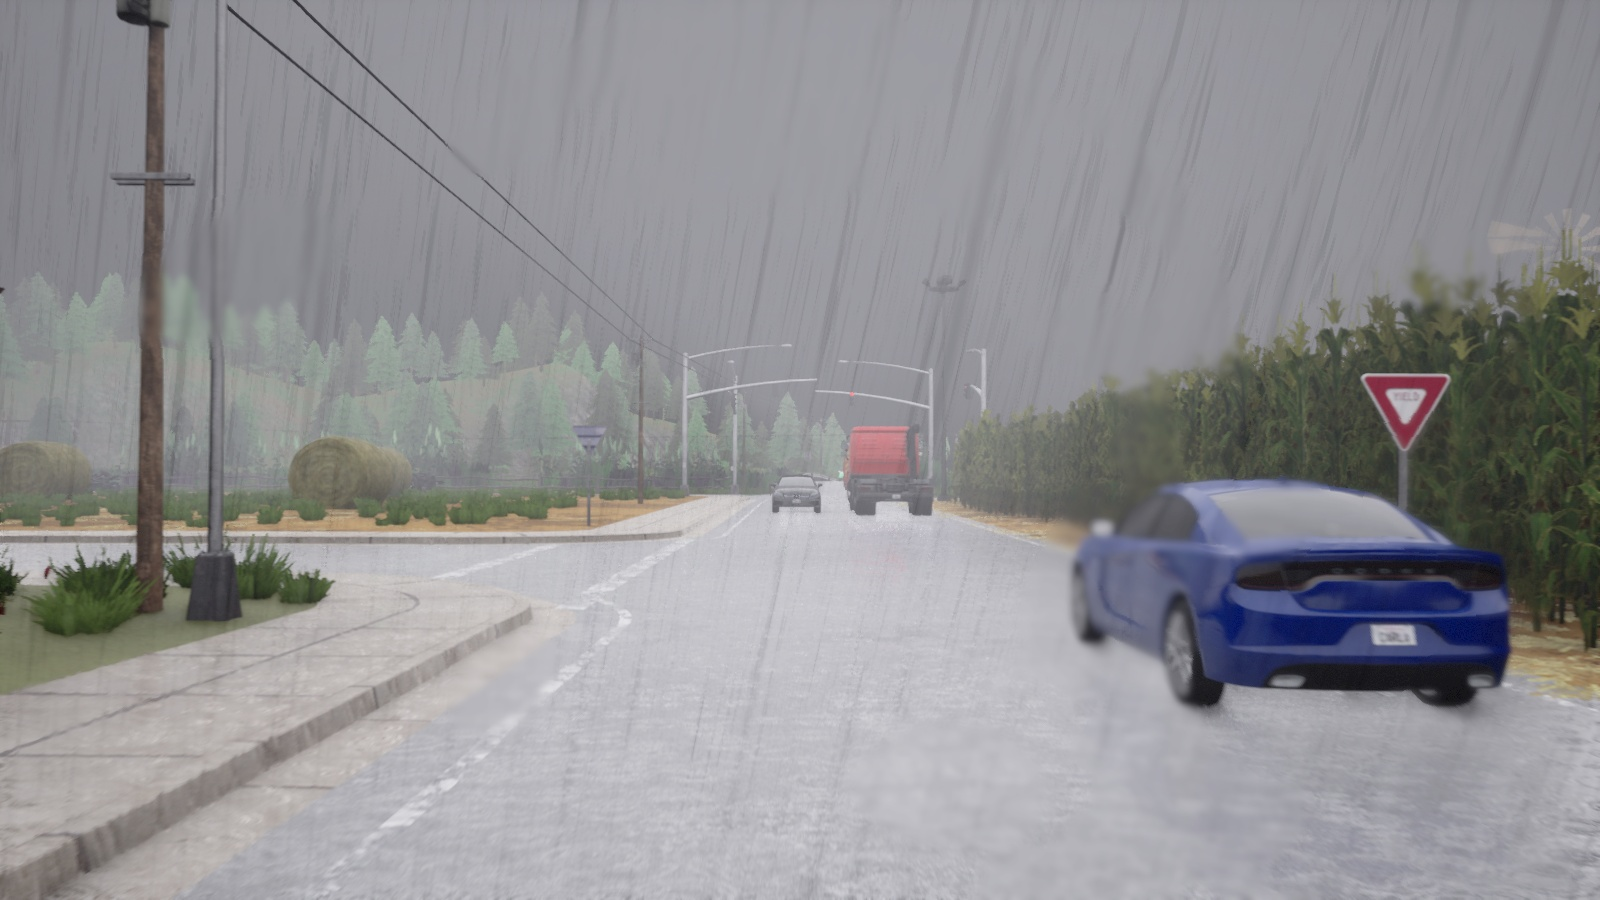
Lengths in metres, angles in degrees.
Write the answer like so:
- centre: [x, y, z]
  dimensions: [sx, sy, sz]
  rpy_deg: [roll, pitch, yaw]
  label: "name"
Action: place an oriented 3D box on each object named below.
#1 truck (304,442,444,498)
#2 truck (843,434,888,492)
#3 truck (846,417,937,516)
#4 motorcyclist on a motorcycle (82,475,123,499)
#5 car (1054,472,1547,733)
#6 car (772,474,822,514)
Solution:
- centre: [-27.120, 1.271, 80.154]
  dimensions: [7.936, 3.462, 2.891]
  rpy_deg: [0, -1, 3]
  label: "truck"
- centre: [4.870, 0.872, 92.410]
  dimensions: [2.891, 3.827, 8.468]
  rpy_deg: [0, 2, 6]
  label: "truck"
- centre: [3.378, 0.642, 48.297]
  dimensions: [2.891, 3.462, 7.936]
  rpy_deg: [0, -1, 0]
  label: "truck"
- centre: [-44.990, 2.374, 81.014]
  dimensions: [2.191, 1.530, 0.866]
  rpy_deg: [0, -1, 3]
  label: "motorcyclist on a motorcycle"
- centre: [3.475, 0.948, 9.955]
  dimensions: [1.882, 1.535, 5.008]
  rpy_deg: [0, -1, 0]
  label: "car"
- centre: [-0.118, 1.665, 48.390]
  dimensions: [1.812, 1.442, 4.674]
  rpy_deg: [0, -1, 0]
  label: "car"
